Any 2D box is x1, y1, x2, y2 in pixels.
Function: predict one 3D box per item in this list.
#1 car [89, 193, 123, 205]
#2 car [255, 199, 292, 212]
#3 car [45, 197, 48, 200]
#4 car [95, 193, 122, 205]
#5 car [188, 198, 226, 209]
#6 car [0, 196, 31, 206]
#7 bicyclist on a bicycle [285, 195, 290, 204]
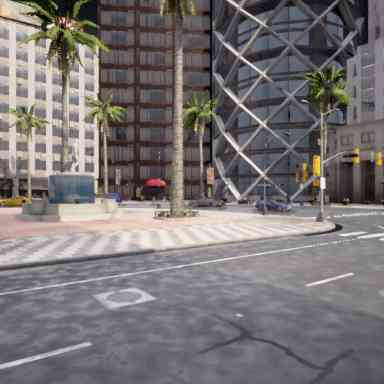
[{"bbox_3d":[-15.297,1.221,59.402,5.566,2.045,2.150,0,0,3],"label":"car"},{"bbox_3d":[9.625,1.526,39.480,1.812,1.442,4.674,0,0,-39],"label":"car"},{"bbox_3d":[-25.587,1.601,58.827,4.718,1.301,1.895,0,0,-10],"label":"car"},{"bbox_3d":[-13.888,1.351,52.177,4.553,1.767,2.097,0,0,5],"label":"car"},{"bbox_3d":[2.094,1.547,46.690,5.357,1.411,2.033,0,0,33],"label":"car"},{"bbox_3d":[-28.766,1.478,54.459,5.008,1.535,1.882,0,0,-14],"label":"car"},{"bbox_3d":[15.718,1.301,54.602,0.582,1.620,1.656,0,0,42],"label":"bicyclist on a bicycle"}]
